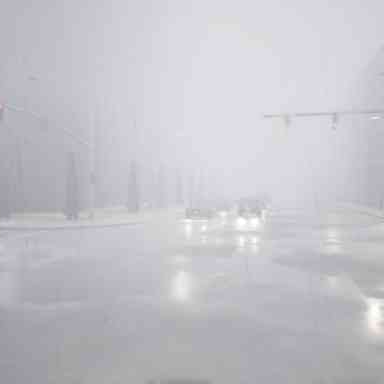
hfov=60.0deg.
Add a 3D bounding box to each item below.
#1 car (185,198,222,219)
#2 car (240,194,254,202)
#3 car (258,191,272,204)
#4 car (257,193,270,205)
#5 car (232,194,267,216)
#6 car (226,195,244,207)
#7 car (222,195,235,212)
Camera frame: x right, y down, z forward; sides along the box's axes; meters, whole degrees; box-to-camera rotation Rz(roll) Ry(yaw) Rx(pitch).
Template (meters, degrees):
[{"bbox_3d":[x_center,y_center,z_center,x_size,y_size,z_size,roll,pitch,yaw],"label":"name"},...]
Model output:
[{"bbox_3d":[0.845,1.351,26.763,1.994,1.385,4.181,0,0,15],"label":"car"},{"bbox_3d":[10.025,1.118,60.463,1.895,1.301,4.718,0,0,16],"label":"car"},{"bbox_3d":[10.822,0.808,50.227,2.150,2.045,5.566,0,0,16],"label":"car"},{"bbox_3d":[7.584,1.185,38.272,1.837,1.490,4.892,0,0,15],"label":"car"},{"bbox_3d":[5.169,1.243,29.343,2.128,1.511,4.902,0,0,15],"label":"car"},{"bbox_3d":[6.037,1.159,46.011,1.812,1.442,4.674,0,1,16],"label":"car"},{"bbox_3d":[3.034,1.286,34.882,1.994,1.385,4.181,0,0,15],"label":"car"}]
